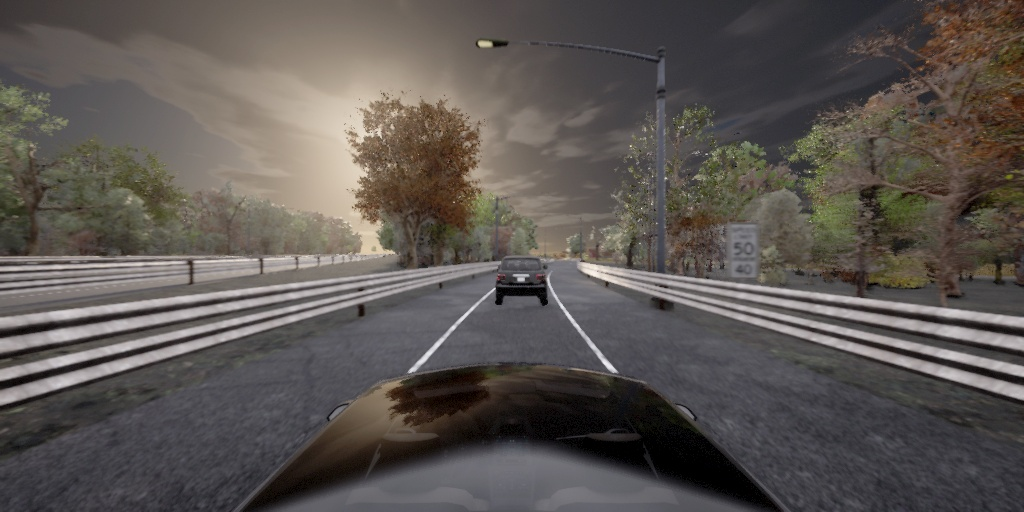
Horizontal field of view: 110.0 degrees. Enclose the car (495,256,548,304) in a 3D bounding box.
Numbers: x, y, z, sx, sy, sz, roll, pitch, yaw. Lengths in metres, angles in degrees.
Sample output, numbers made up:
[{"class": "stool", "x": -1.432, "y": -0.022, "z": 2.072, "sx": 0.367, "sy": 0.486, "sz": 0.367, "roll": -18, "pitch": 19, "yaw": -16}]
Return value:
[{"class": "car", "x": 0.483, "y": 1.010, "z": 16.697, "sx": 2.150, "sy": 2.045, "sz": 5.566, "roll": 0, "pitch": 0, "yaw": 3}]
